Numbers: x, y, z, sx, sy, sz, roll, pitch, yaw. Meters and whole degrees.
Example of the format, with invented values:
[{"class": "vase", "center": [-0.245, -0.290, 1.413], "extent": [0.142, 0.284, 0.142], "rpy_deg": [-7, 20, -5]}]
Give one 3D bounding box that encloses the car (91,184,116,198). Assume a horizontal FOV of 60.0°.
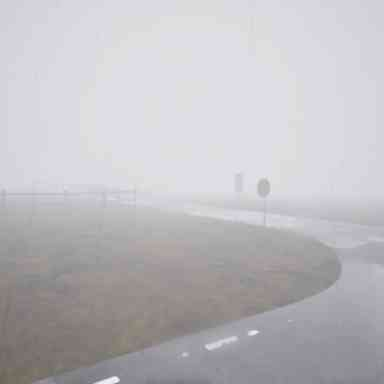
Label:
[{"class": "car", "center": [-10.697, -0.174, 39.638], "extent": [2.128, 1.511, 4.902], "rpy_deg": [1, 2, -35]}]
